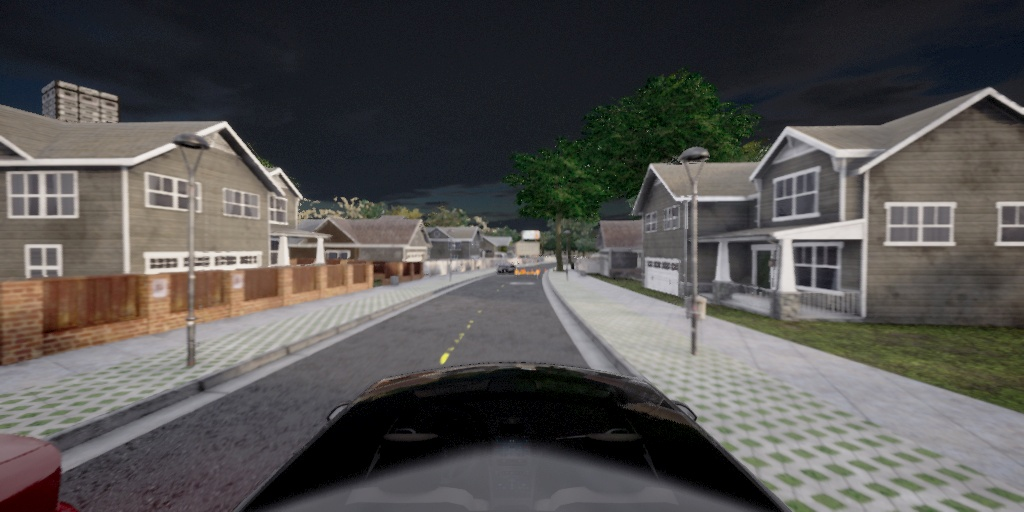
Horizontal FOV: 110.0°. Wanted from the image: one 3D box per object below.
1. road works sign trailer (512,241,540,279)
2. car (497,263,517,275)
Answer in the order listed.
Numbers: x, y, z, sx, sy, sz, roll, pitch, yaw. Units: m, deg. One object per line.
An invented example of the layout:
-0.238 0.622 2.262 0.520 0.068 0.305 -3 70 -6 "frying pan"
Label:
1.519 0.329 34.987 2.380 3.560 2.880 0 0 6 "road works sign trailer"
-0.573 1.452 42.076 1.994 1.385 4.181 0 0 6 "car"
